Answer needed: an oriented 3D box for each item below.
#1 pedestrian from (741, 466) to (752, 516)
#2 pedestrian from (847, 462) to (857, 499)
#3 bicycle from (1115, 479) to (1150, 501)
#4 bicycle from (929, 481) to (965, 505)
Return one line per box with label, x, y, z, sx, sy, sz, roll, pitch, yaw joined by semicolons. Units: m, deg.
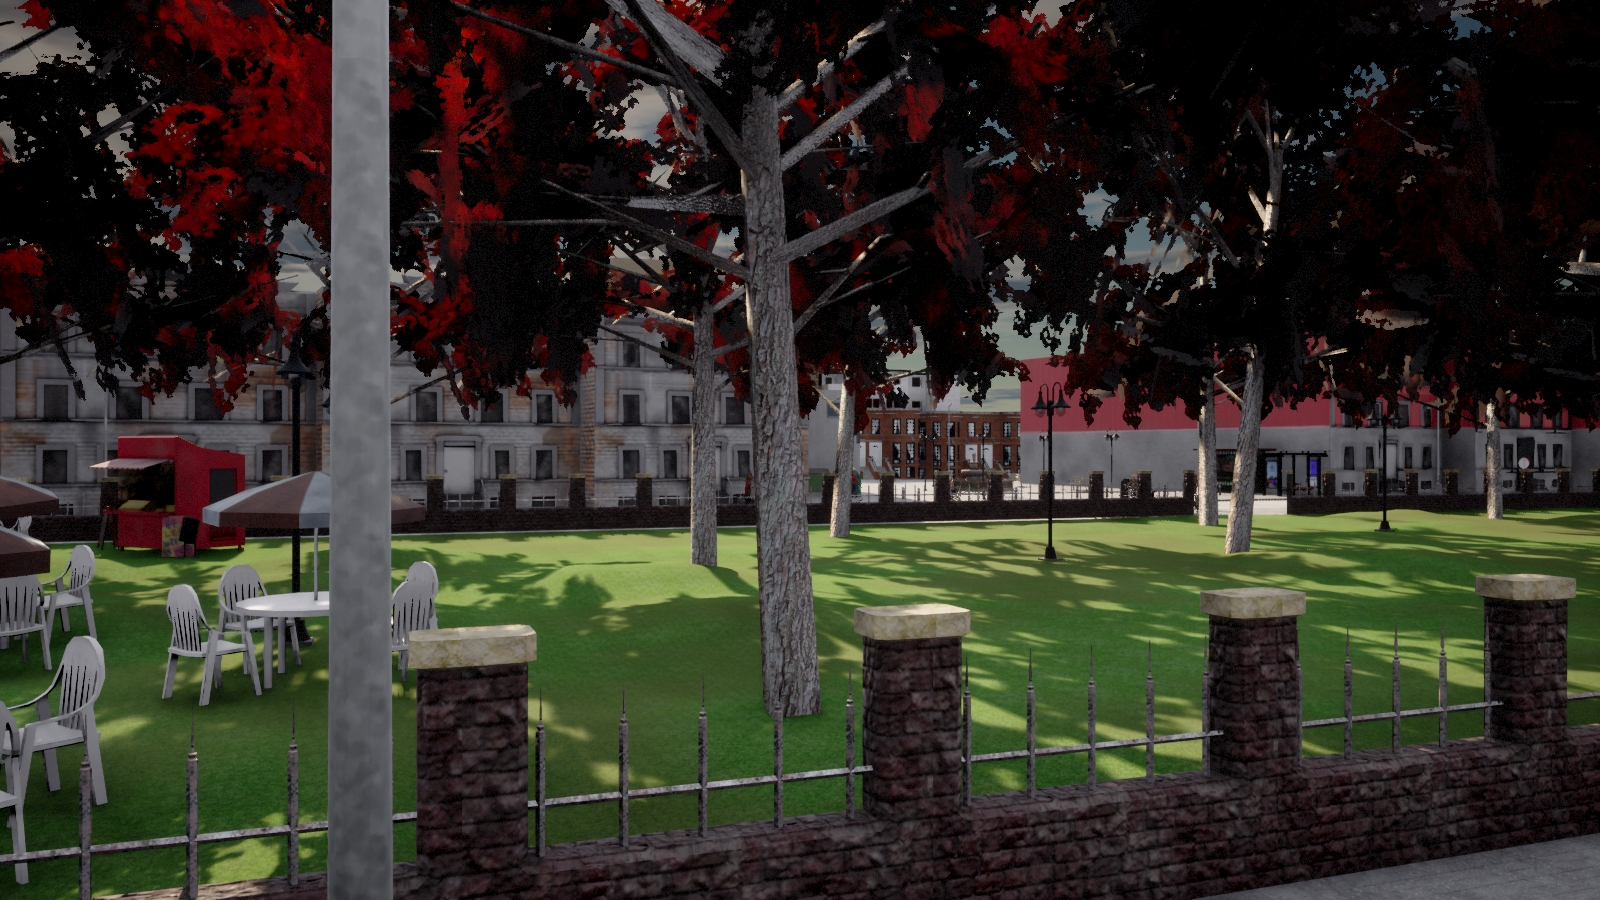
pedestrian;-1.998;1.530;42.696;0.375;1.860;0.375;0;0;-7
pedestrian;2.597;1.533;57.114;0.375;1.860;0.375;0;0;-26
bicycle;16.933;2.050;58.213;1.487;1.080;0.859;0;0;-20
bicycle;7.009;2.046;54.562;1.487;1.080;0.859;0;0;-20
